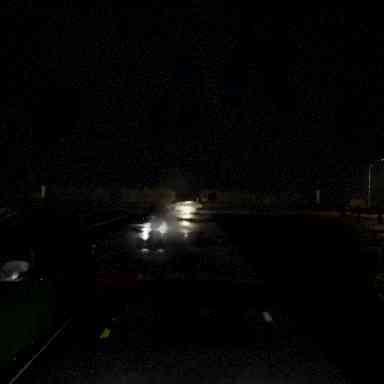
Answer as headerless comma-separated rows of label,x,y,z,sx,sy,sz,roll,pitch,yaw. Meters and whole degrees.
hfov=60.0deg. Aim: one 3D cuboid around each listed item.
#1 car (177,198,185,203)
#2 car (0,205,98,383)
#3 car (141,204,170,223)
car,-2.788,2.150,87.046,2.033,1.411,5.357,0,-1,0
car,-2.835,1.237,4.075,2.150,2.045,5.566,0,-1,0
car,-2.816,1.660,26.296,1.994,1.385,4.181,0,0,0
